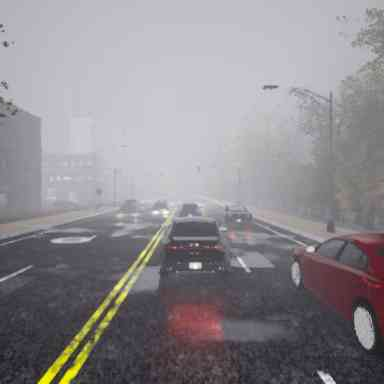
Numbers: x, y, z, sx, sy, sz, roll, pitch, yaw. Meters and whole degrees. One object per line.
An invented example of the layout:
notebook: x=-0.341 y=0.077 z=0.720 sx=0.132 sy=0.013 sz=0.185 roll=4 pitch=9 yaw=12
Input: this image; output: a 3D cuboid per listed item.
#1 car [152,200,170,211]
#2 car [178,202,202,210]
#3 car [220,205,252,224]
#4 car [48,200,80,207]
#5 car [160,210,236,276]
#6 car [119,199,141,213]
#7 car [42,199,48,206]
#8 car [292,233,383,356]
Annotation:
car: x=-3.791 y=1.622 z=41.064 sx=1.994 sy=1.385 sz=4.181 roll=0 pitch=0 yaw=0
car: x=-0.179 y=1.562 z=26.836 sx=1.812 sy=1.442 sz=4.674 roll=0 pitch=0 yaw=-1
car: x=3.120 y=1.633 z=24.648 sx=1.895 sy=1.301 sz=4.718 roll=0 pitch=0 yaw=-1
car: x=-20.659 y=1.896 z=54.488 sx=4.313 sy=1.339 sz=1.947 roll=-1 pitch=1 yaw=-1
car: x=0.060 y=1.519 z=10.394 sx=1.837 sy=1.490 sz=4.892 roll=0 pitch=0 yaw=-1
car: x=-7.014 y=1.531 z=38.202 sx=1.882 sy=1.535 sz=5.008 roll=0 pitch=0 yaw=-1
car: x=-29.126 y=1.906 z=62.866 sx=4.403 sy=1.369 sz=2.008 roll=-1 pitch=1 yaw=-1
car: x=3.340 y=1.486 z=6.088 sx=1.882 sy=1.535 sz=5.008 roll=0 pitch=0 yaw=0
